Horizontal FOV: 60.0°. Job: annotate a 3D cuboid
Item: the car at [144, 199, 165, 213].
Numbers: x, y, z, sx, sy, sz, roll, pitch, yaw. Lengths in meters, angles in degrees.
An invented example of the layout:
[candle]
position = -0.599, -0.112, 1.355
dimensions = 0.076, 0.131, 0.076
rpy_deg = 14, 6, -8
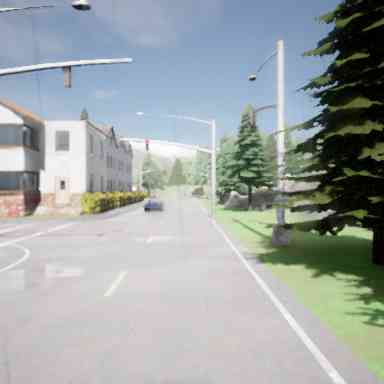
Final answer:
[car]
position = -3.898, 1.391, 34.740
dimensions = 1.895, 1.301, 4.718
rpy_deg = 0, 0, -1
